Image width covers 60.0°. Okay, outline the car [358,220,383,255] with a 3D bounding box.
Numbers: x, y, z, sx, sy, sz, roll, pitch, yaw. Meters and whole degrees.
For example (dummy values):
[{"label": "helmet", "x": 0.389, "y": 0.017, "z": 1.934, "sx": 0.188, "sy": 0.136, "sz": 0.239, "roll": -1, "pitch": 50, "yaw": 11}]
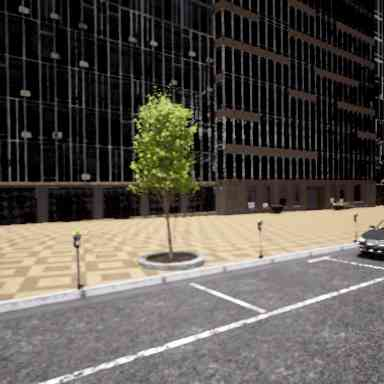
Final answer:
[{"label": "car", "x": 7.795, "y": 1.550, "z": 12.127, "sx": 4.403, "sy": 1.369, "sz": 2.008, "roll": 0, "pitch": -1, "yaw": -35}]
